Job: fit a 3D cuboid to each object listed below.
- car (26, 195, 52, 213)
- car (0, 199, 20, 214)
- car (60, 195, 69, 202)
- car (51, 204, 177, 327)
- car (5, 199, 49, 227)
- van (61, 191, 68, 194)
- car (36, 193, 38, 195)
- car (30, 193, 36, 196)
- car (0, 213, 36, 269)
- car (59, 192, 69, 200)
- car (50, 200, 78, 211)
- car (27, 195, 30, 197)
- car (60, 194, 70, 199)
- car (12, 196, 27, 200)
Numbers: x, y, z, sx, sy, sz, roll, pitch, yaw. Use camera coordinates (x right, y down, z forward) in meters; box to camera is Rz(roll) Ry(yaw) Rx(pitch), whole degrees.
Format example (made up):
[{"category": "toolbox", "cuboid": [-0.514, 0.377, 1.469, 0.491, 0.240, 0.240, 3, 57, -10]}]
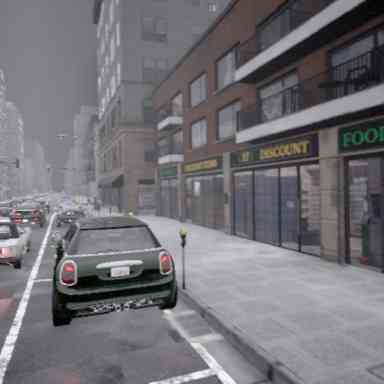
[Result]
[{"category": "car", "cuboid": [-16.153, 1.441, 35.524, 1.837, 1.490, 4.892, -1, 1, -21]}, {"category": "car", "cuboid": [-16.677, 1.576, 29.101, 1.994, 1.385, 4.181, -1, 1, -21]}, {"category": "car", "cuboid": [-27.925, 1.357, 72.858, 1.802, 1.307, 4.206, -1, 1, -21]}, {"category": "car", "cuboid": [-1.940, 1.306, 7.381, 2.097, 1.767, 4.553, -1, 1, -21]}, {"category": "car", "cuboid": [-10.719, 1.475, 21.901, 1.837, 1.490, 4.892, -1, 0, -21]}, {"category": "van", "cuboid": [-23.790, 1.146, 62.274, 1.690, 1.788, 3.998, -1, 1, -21]}, {"category": "car", "cuboid": [-41.604, 1.461, 85.803, 1.947, 1.339, 4.313, -1, 1, -21]}, {"category": "car", "cuboid": [-39.473, 1.440, 80.353, 1.752, 1.417, 4.829, -1, 1, -21]}, {"category": "car", "cuboid": [-6.323, 1.604, 10.672, 1.895, 1.301, 4.718, -1, 1, -21]}, {"category": "car", "cuboid": [-34.139, 1.037, 88.729, 2.192, 1.841, 5.009, -1, 1, -21]}, {"category": "car", "cuboid": [-7.889, 1.471, 21.637, 2.008, 1.369, 4.403, -1, 1, -21]}, {"category": "car", "cuboid": [-33.325, 1.508, 64.637, 1.887, 1.381, 4.507, -1, 1, -21]}, {"category": "car", "cuboid": [-11.912, 1.332, 31.915, 1.967, 1.590, 4.097, -1, 1, -21]}, {"category": "car", "cuboid": [-31.255, 1.529, 59.346, 2.008, 1.369, 4.403, -1, 1, -21]}]
